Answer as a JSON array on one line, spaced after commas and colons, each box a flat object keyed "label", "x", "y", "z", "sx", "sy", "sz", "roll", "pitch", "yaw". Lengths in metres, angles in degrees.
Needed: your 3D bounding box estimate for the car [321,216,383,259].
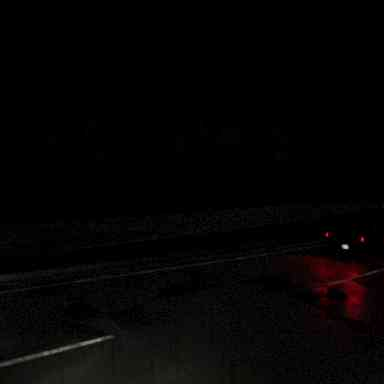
[{"label": "car", "x": 7.065, "y": 1.549, "z": 12.395, "sx": 4.718, "sy": 1.301, "sz": 1.895, "roll": 0, "pitch": 0, "yaw": -32}]
